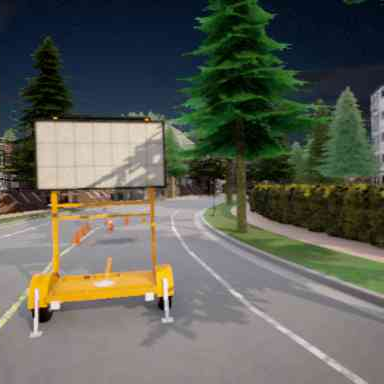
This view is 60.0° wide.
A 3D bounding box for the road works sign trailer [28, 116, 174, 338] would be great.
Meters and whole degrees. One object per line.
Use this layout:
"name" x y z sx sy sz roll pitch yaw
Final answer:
"road works sign trailer" -1.710 0.344 6.555 2.380 3.560 2.880 -2 1 -12
